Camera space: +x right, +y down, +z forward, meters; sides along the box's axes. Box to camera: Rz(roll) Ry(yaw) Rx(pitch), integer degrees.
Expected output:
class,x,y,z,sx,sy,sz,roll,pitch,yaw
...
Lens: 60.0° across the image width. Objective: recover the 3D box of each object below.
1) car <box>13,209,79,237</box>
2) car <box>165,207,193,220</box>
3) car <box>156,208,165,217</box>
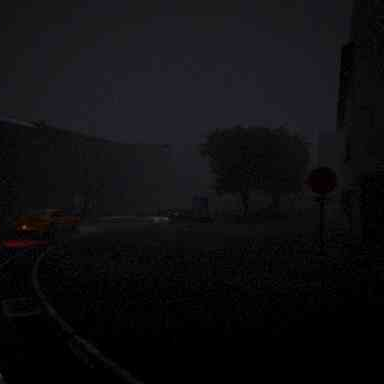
class,x,y,z,sx,sy,sz,roll,pitch,yaw
car,-8.547,1.761,19.947,1.882,1.535,5.008,0,-1,5
car,-0.977,2.524,39.462,1.994,1.385,4.181,1,-2,24
car,-2.905,2.633,44.178,1.895,1.301,4.718,1,-2,25
